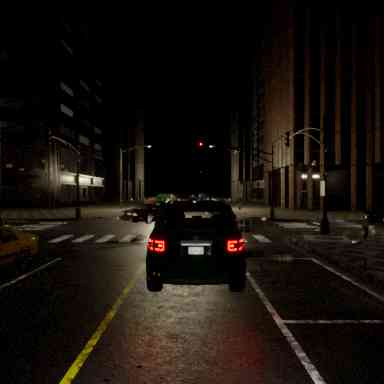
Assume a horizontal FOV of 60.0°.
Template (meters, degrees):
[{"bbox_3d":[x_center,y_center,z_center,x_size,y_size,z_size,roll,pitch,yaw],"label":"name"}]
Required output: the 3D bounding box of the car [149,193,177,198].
[{"bbox_3d":[-2.996,1.228,36.619,2.150,2.045,5.566,0,0,0],"label":"car"}]

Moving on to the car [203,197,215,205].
[{"bbox_3d":[2.884,1.580,58.014,1.947,1.339,4.313,0,0,0],"label":"car"}]

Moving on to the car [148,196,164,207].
[{"bbox_3d":[-5.653,1.452,52.405,1.967,1.590,4.097,0,0,0],"label":"car"}]

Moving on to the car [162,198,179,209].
[{"bbox_3d":[-2.935,1.573,46.491,1.994,1.385,4.181,0,0,1],"label":"car"}]

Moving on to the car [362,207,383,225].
[{"bbox_3d":[14.853,1.568,23.832,4.892,1.490,1.837,0,0,0],"label":"car"}]

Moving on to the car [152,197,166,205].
[{"bbox_3d":[-5.641,1.565,58.014,2.008,1.369,4.403,0,0,0],"label":"car"}]

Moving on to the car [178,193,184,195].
[{"bbox_3d":[-2.913,1.366,56.369,2.097,1.767,4.553,0,0,1],"label":"car"}]

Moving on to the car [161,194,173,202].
[{"bbox_3d":[-5.606,1.341,74.843,2.192,1.841,5.009,0,0,0],"label":"car"}]

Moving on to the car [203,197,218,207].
[{"bbox_3d":[2.872,1.562,52.405,2.008,1.369,4.403,0,0,0],"label":"car"}]

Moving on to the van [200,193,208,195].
[{"bbox_3d":[2.907,1.362,69.232,1.690,1.788,3.998,0,0,0],"label":"van"}]

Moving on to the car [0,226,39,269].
[{"bbox_3d":[-5.743,1.526,8.632,1.752,1.417,4.829,0,0,0],"label":"car"}]

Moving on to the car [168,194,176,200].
[{"bbox_3d":[-5.572,1.482,91.671,1.967,1.590,4.097,0,0,0],"label":"car"}]

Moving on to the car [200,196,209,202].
[{"bbox_3d":[2.930,1.597,80.450,1.947,1.339,4.313,0,0,0],"label":"car"}]

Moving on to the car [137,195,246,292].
[{"bbox_3d":[0.098,1.222,9.086,2.150,2.045,5.566,0,0,0],"label":"car"}]

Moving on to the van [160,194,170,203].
[{"bbox_3d":[-5.618,1.363,69.232,1.690,1.788,3.998,0,0,0],"label":"van"}]

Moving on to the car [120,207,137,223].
[{"bbox_3d":[-2.728,1.552,24.511,2.033,1.411,5.357,0,0,40],"label":"car"}]

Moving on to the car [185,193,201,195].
[{"bbox_3d":[0.136,1.511,65.844,2.128,1.511,4.902,0,0,0],"label":"car"}]

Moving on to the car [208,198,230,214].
[{"bbox_3d":[2.838,1.446,35.579,1.967,1.590,4.097,0,0,0],"label":"car"}]

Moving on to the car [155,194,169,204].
[{"bbox_3d":[-5.629,1.333,63.624,2.192,1.841,5.009,0,0,0],"label":"car"}]
